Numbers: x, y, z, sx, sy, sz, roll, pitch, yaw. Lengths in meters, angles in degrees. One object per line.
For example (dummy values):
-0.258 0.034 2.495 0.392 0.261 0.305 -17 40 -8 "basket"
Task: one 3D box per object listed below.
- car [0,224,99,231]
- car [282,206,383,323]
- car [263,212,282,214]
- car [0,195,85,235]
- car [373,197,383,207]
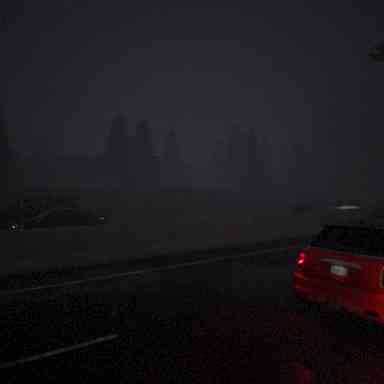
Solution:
-6.662 1.502 16.438 4.674 1.442 1.812 0 0 -36 "car"
4.161 1.308 6.727 4.553 1.767 2.097 0 0 -35 "car"
6.751 1.493 21.759 4.718 1.301 1.895 0 0 -36 "car"
-9.233 1.202 18.901 5.566 2.045 2.150 0 0 -35 "car"
25.829 1.320 44.718 1.895 1.301 4.718 0 0 38 "car"
